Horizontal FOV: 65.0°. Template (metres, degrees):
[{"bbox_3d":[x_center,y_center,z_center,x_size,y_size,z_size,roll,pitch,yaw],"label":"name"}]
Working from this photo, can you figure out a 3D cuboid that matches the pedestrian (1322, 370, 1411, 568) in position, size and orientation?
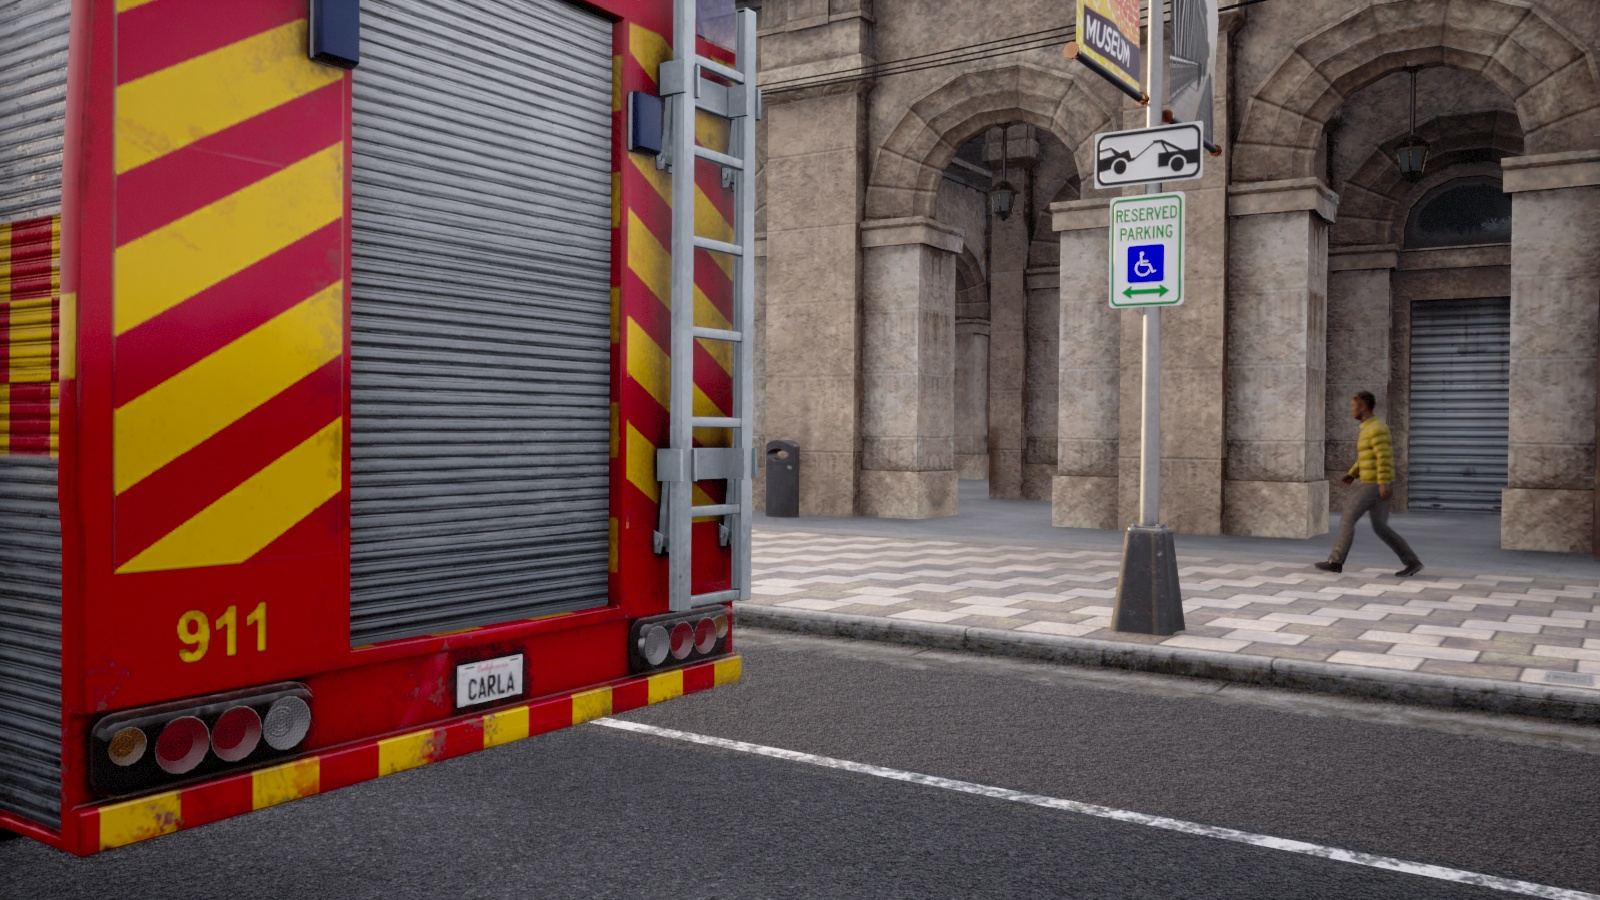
[{"bbox_3d":[5.432,0.174,12.042,0.709,1.840,0.431,0,1,33],"label":"pedestrian"}]

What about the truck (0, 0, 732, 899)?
[{"bbox_3d":[-4.646,-0.483,6.693,8.468,3.827,2.891,0,1,34],"label":"truck"}]
